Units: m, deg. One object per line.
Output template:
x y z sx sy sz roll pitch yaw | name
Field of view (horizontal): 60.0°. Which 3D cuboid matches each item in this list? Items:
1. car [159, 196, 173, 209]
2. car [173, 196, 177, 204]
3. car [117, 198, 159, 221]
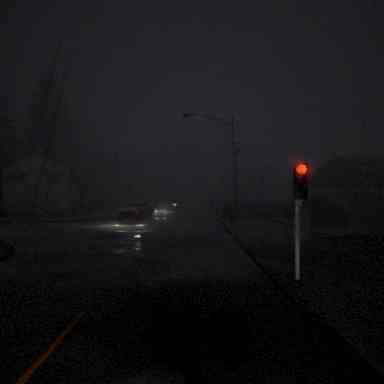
-4.082 1.492 44.444 2.128 1.511 4.902 0 0 0 | car
-4.020 1.525 64.962 1.812 1.442 4.674 0 0 1 | car
-4.569 1.477 27.673 1.882 1.535 5.008 0 0 10 | car
